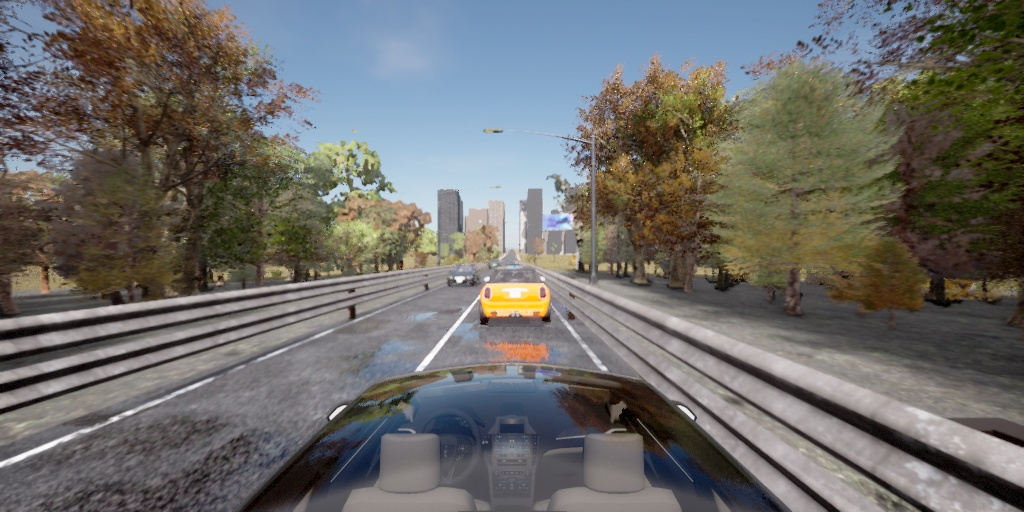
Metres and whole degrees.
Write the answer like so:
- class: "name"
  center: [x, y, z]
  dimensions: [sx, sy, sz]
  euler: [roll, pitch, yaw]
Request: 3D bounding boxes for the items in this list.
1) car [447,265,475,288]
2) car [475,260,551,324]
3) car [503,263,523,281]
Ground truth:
- class: "car"
  center: [-3.352, 1.363, 25.402]
  dimensions: [2.128, 1.511, 4.902]
  euler: [0, 0, 0]
- class: "car"
  center: [0.094, 1.123, 12.198]
  dimensions: [2.097, 1.767, 4.553]
  euler: [0, -1, 0]
- class: "car"
  center: [0.092, 1.453, 34.070]
  dimensions: [1.837, 1.490, 4.892]
  euler: [0, -1, 0]
